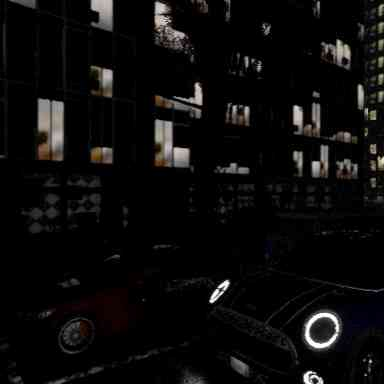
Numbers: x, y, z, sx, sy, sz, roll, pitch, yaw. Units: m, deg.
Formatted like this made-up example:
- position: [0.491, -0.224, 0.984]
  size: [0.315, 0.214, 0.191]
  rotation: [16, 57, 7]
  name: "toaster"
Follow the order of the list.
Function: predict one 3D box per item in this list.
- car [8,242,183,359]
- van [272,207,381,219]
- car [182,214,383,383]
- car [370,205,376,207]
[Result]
- position: [-0.879, 1.610, 5.942]
  size: [4.206, 1.307, 1.802]
  rotation: [1, -1, -35]
  name: "car"
- position: [3.748, 1.430, 9.245]
  size: [3.998, 1.788, 1.690]
  rotation: [1, -1, -35]
  name: "van"
- position: [2.372, 1.403, 5.070]
  size: [4.553, 1.767, 2.097]
  rotation: [1, 0, -35]
  name: "car"
- position: [25.791, 2.346, 44.574]
  size: [2.033, 1.411, 5.357]
  rotation: [0, -1, -37]
  name: "car"
